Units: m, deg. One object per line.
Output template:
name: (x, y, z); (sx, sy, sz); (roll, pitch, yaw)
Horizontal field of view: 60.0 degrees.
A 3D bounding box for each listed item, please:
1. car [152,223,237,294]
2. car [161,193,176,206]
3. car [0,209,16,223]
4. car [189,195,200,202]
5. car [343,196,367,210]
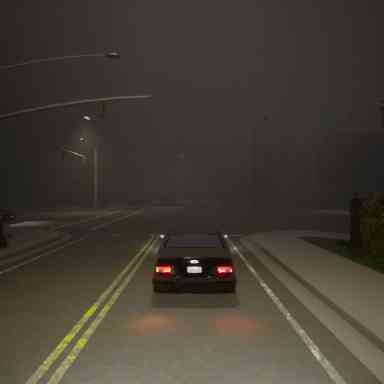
car: (0.053, 1.547, 8.934); (2.033, 1.411, 5.357); (0, 0, 0)
car: (-3.719, 1.221, 53.968); (2.150, 2.045, 5.566); (0, 0, 0)
car: (-15.511, 1.602, 24.285); (4.892, 1.490, 1.837); (-1, 0, -1)
car: (0.556, 1.524, 78.948); (1.812, 1.442, 4.674); (0, 0, 12)
car: (20.129, 1.306, 38.857); (4.553, 1.767, 2.097); (0, 0, -1)
